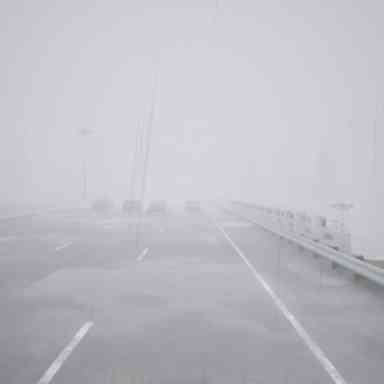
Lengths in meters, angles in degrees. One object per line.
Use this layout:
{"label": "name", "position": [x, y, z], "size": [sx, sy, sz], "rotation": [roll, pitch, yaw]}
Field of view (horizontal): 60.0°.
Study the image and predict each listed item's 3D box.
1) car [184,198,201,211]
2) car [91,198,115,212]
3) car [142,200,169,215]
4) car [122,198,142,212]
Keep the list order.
{"label": "car", "position": [0.101, 1.488, 39.923], "size": [1.882, 1.535, 5.008], "rotation": [0, -1, 0]}
{"label": "car", "position": [-10.400, 1.506, 39.141], "size": [1.837, 1.490, 4.892], "rotation": [0, -1, 0]}
{"label": "car", "position": [-3.401, 1.516, 33.873], "size": [2.033, 1.411, 5.357], "rotation": [0, 0, 0]}
{"label": "car", "position": [-6.899, 1.493, 39.069], "size": [2.128, 1.511, 4.902], "rotation": [0, -1, 0]}
